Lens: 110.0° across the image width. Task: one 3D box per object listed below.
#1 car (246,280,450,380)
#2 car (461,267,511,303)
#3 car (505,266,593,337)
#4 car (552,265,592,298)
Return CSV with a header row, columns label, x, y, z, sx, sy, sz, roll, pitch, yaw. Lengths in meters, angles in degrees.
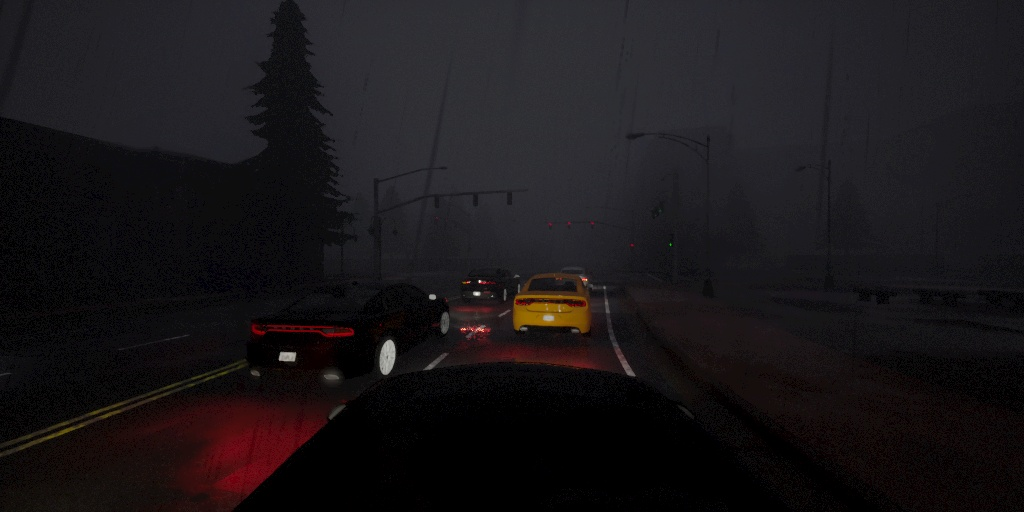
label,x,y,z,sx,sy,sz,roll,pitch,yaw
car,-2.764,1.228,7.368,1.882,1.535,5.008,0,0,7
car,-0.859,1.255,16.672,1.837,1.490,4.892,0,0,13
car,1.301,1.228,10.398,1.882,1.535,5.008,0,0,11
car,3.370,1.274,19.428,1.812,1.442,4.674,0,0,14
